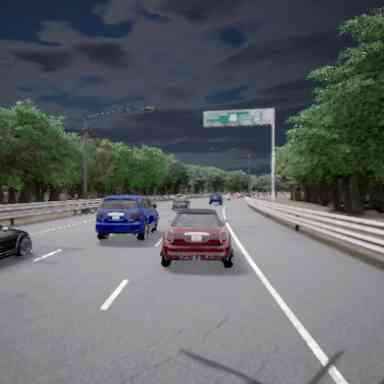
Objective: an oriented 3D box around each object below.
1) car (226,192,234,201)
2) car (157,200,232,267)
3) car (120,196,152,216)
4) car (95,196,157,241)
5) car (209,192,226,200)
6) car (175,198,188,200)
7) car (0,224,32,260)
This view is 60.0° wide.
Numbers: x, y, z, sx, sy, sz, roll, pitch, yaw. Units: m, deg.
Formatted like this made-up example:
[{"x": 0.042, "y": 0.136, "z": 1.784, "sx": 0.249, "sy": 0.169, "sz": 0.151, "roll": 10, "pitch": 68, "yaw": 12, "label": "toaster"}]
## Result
[{"x": 8.647, "y": 1.114, "z": 84.726, "sx": 2.150, "sy": 2.045, "sz": 5.566, "roll": 0, "pitch": 0, "yaw": 12, "label": "car"}, {"x": 0.198, "y": 1.343, "z": 11.616, "sx": 2.097, "sy": 1.767, "sz": 4.553, "roll": 0, "pitch": 0, "yaw": 2, "label": "car"}, {"x": -5.512, "y": 1.302, "z": 33.183, "sx": 2.097, "sy": 1.767, "sz": 4.553, "roll": 0, "pitch": 0, "yaw": 5, "label": "car"}, {"x": -3.110, "y": 1.200, "z": 16.868, "sx": 2.150, "sy": 2.045, "sz": 5.566, "roll": 0, "pitch": 0, "yaw": 3, "label": "car"}, {"x": 4.361, "y": 1.157, "z": 59.645, "sx": 2.150, "sy": 2.045, "sz": 5.566, "roll": 0, "pitch": 0, "yaw": 8, "label": "car"}, {"x": -1.275, "y": 1.443, "z": 41.609, "sx": 2.128, "sy": 1.511, "sz": 4.902, "roll": 0, "pitch": 0, "yaw": 6, "label": "car"}, {"x": -6.746, "y": 1.539, "z": 10.185, "sx": 1.994, "sy": 1.385, "sz": 4.181, "roll": 0, "pitch": 0, "yaw": 2, "label": "car"}]
